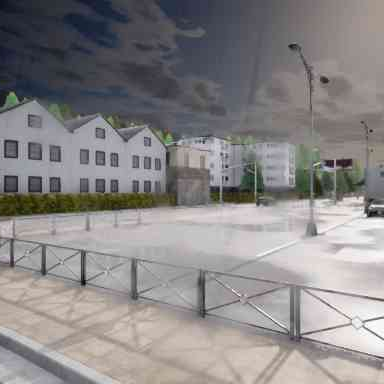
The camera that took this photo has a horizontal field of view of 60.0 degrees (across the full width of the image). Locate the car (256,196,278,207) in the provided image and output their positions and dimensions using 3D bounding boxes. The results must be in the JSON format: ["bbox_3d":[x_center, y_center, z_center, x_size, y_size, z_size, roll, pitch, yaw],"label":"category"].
[{"bbox_3d":[10.641,1.313,47.153,1.837,1.490,4.892,0,0,32],"label":"car"}]

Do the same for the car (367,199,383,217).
[{"bbox_3d":[15.390,1.298,26.833,2.007,1.523,4.514,0,0,35],"label":"car"}]
